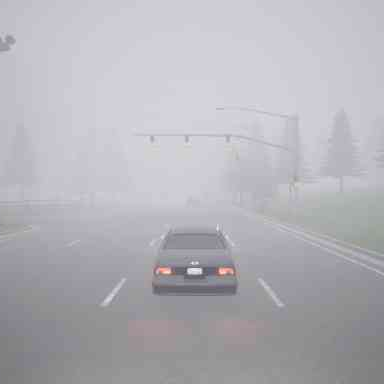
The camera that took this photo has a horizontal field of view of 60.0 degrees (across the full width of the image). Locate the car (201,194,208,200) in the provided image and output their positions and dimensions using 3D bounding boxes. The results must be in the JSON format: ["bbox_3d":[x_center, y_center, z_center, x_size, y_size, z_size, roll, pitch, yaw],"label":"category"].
[{"bbox_3d":[3.556,1.310,93.912,1.882,1.535,5.008,0,0,0],"label":"car"}]

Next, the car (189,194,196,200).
[{"bbox_3d":[0.056,1.310,93.914,1.882,1.535,5.008,0,0,0],"label":"car"}]

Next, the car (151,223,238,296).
[{"bbox_3d":[0.072,1.547,8.812,2.033,1.411,5.357,0,0,0],"label":"car"}]

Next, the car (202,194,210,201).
[{"bbox_3d":[3.550,1.491,83.492,1.837,1.490,4.892,0,0,0],"label":"car"}]

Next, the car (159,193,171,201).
[{"bbox_3d":[-6.950,1.216,83.528,2.150,2.045,5.566,0,0,0],"label":"car"}]

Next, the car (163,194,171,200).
[{"bbox_3d":[-6.944,1.384,93.918,1.994,1.385,4.181,0,0,0],"label":"car"}]

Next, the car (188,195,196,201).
[{"bbox_3d":[0.050,1.531,83.494,2.033,1.411,5.357,0,0,0],"label":"car"}]

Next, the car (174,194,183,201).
[{"bbox_3d":[-3.450,1.516,83.913,1.812,1.442,4.674,0,0,0],"label":"car"}]

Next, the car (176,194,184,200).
[{"bbox_3d":[-3.444,1.357,93.916,2.128,1.511,4.902,0,0,0],"label":"car"}]

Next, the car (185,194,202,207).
[{"bbox_3d":[0.029,1.351,52.851,2.097,1.767,4.553,0,0,0],"label":"car"}]
